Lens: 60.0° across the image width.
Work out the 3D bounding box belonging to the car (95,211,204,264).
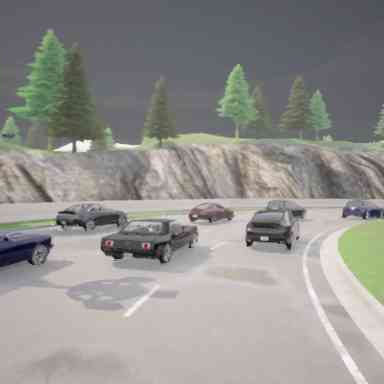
[{"bbox_3d":[-1.221,1.584,11.929,1.895,1.301,4.718,1,0,17],"label":"car"}]

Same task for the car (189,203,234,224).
[{"bbox_3d":[1.481,1.531,25.128,1.812,1.442,4.674,0,0,33],"label":"car"}]

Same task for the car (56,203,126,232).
[{"bbox_3d":[-5.787,1.427,19.765,2.128,1.511,4.902,0,0,24],"label":"car"}]

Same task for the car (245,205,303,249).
[{"bbox_3d":[3.710,1.536,14.943,1.837,1.490,4.892,0,0,23],"label":"car"}]

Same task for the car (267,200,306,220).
[{"bbox_3d":[7.724,1.419,27.486,2.097,1.767,4.553,1,0,40],"label":"car"}]

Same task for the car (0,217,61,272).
[{"bbox_3d":[-5.709,1.541,8.588,1.895,1.301,4.718,1,0,12],"label":"car"}]

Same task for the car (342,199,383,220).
[{"bbox_3d":[15.586,1.496,30.225,4.553,1.767,2.097,1,0,-40],"label":"car"}]
